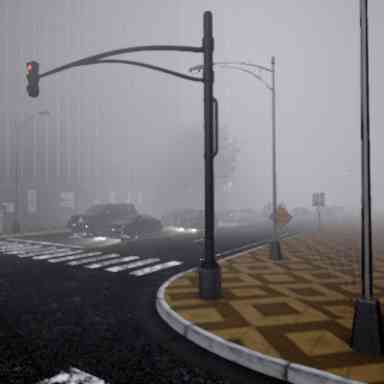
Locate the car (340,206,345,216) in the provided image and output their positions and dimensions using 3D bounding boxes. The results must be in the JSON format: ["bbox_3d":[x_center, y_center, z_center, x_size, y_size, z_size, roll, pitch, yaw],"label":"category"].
[{"bbox_3d":[22.672,2.897,52.088,1.837,1.490,4.892,-1,-2,32],"label":"car"}]

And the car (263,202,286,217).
[{"bbox_3d":[11.655,2.459,46.710,2.150,2.045,5.566,-1,-2,32],"label":"car"}]

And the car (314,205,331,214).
[{"bbox_3d":[23.264,3.045,59.049,1.882,1.535,5.008,-1,-2,32],"label":"car"}]

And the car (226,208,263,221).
[{"bbox_3d":[5.979,2.598,37.575,1.895,1.301,4.718,-1,-2,32],"label":"car"}]

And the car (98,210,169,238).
[{"bbox_3d":[-3.732,2.145,21.841,1.994,1.385,4.181,-1,-2,31],"label":"car"}]

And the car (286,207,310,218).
[{"bbox_3d":[14.872,2.757,45.406,2.033,1.411,5.357,-1,-2,30],"label":"car"}]

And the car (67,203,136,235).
[{"bbox_3d":[-6.223,1.853,23.997,2.150,2.045,5.566,-1,-2,32],"label":"car"}]

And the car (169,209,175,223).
[{"bbox_3d":[-1.188,2.351,32.153,1.837,1.490,4.892,-1,-2,32],"label":"car"}]

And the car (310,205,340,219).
[{"bbox_3d":[17.532,2.720,43.658,2.033,1.411,5.357,-1,-2,32],"label":"car"}]

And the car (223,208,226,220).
[{"bbox_3d":[4.135,2.675,40.769,1.895,1.301,4.718,-1,-2,31],"label":"car"}]

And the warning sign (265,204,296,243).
[{"bbox_3d":[4.593,1.599,17.313,1.300,1.860,1.060,0,0,32],"label":"warning sign"}]

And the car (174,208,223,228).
[{"bbox_3d":[0.672,2.334,28.986,1.994,1.385,4.181,-1,-2,31],"label":"car"}]

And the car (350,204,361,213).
[{"bbox_3d":[32.093,3.190,65.200,1.801,1.575,5.366,-1,-2,32],"label":"car"}]
